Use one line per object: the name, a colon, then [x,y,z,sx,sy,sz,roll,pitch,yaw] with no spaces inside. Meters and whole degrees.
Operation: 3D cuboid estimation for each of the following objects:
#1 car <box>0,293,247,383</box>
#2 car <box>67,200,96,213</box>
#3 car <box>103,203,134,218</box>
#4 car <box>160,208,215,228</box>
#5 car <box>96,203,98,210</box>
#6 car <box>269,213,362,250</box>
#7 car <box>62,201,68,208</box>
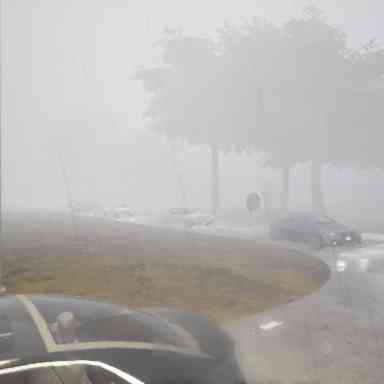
car: [-1.801,1.506,1.664,4.892,1.490,1.837,0,0,-36]
car: [-14.915,2.033,44.810,1.812,1.442,4.674,-1,0,-35]
car: [-7.757,1.888,34.607,1.812,1.442,4.674,-1,0,-36]
car: [-0.434,1.820,24.254,1.895,1.301,4.718,-1,0,-35]
car: [-15.993,2.046,51.380,1.837,1.490,4.892,-1,0,-35]
car: [5.367,1.671,14.942,1.994,1.385,4.181,-1,0,-24]
car: [-21.834,2.269,59.632,1.895,1.301,4.718,-1,0,-34]
